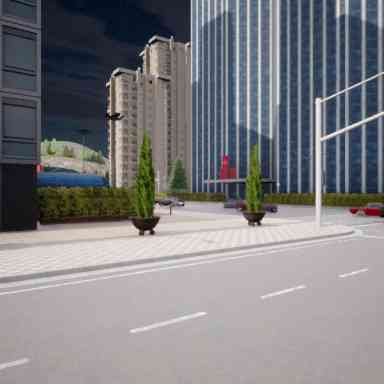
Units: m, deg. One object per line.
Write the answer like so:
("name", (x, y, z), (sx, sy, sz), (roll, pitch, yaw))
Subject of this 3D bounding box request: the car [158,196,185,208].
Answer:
("car", (-2.914, 1.492, 48.168), (2.128, 1.511, 4.902), (0, 0, -36))

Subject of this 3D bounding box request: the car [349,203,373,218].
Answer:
("car", (16.164, 1.601, 28.341), (1.895, 1.301, 4.718), (0, 0, -40))

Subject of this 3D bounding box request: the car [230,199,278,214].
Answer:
("car", (6.714, 1.478, 34.858), (1.882, 1.535, 5.008), (0, 1, -36))

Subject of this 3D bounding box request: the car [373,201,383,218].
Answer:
("car", (15.778, 1.223, 22.449), (2.150, 2.045, 5.566), (0, 0, -36))

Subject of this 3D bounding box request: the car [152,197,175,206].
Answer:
("car", (-4.916, 1.601, 56.962), (1.895, 1.301, 4.718), (0, 0, -35))

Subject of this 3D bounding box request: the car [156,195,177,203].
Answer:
("car", (-5.354, 1.498, 69.722), (2.128, 1.511, 4.902), (0, 0, -36))

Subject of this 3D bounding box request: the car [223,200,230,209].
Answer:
("car", (5.830, 1.564, 42.046), (1.994, 1.385, 4.181), (0, 0, -36))
